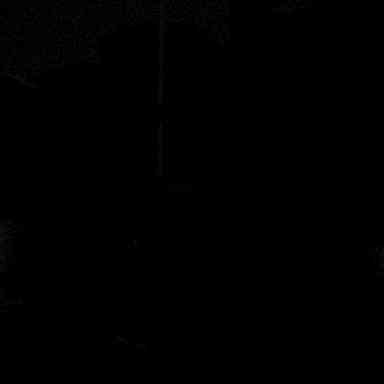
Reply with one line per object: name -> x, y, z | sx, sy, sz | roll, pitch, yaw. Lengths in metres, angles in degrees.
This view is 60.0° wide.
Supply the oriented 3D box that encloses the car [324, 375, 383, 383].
car -> 2.431, 1.551, 1.070 | 4.403, 1.369, 2.008 | 0, 1, 35
